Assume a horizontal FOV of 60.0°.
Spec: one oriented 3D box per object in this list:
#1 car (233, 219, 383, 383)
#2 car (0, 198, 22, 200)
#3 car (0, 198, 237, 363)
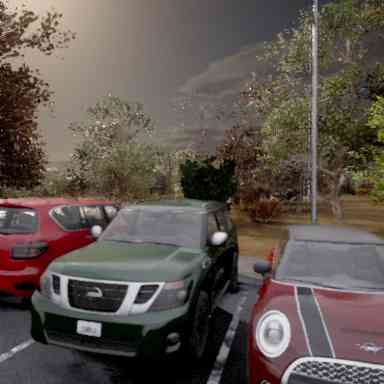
[{"bbox_3d":[2.010,1.357,4.725,2.185,1.767,4.553,1,0,15],"label":"car"},{"bbox_3d":[-2.856,1.165,8.144,2.435,2.045,5.566,1,0,15],"label":"car"},{"bbox_3d":[-0.426,1.198,6.380,2.435,2.045,5.566,1,0,15],"label":"car"}]
